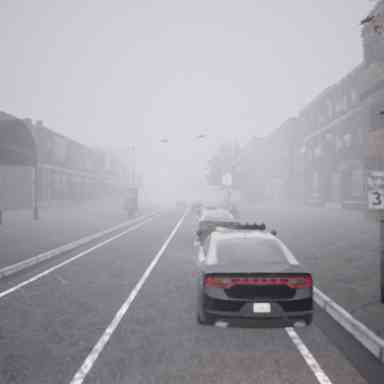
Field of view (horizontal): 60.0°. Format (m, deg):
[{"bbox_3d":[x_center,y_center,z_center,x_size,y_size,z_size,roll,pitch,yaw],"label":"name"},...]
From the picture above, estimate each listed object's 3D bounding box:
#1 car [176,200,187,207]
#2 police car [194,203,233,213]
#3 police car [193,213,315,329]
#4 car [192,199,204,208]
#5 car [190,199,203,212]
[{"bbox_3d":[-1.928,2.075,61.117,1.895,1.301,4.718,0,0,1],"label":"car"},{"bbox_3d":[1.227,1.601,17.410,1.930,1.638,5.238,0,-1,1],"label":"police car"},{"bbox_3d":[1.056,1.498,7.412,1.930,1.638,5.238,0,-1,1],"label":"police car"},{"bbox_3d":[1.036,2.009,58.976,2.033,1.411,5.357,0,0,1],"label":"car"},{"bbox_3d":[0.800,1.923,44.751,1.837,1.490,4.892,0,0,1],"label":"car"}]
